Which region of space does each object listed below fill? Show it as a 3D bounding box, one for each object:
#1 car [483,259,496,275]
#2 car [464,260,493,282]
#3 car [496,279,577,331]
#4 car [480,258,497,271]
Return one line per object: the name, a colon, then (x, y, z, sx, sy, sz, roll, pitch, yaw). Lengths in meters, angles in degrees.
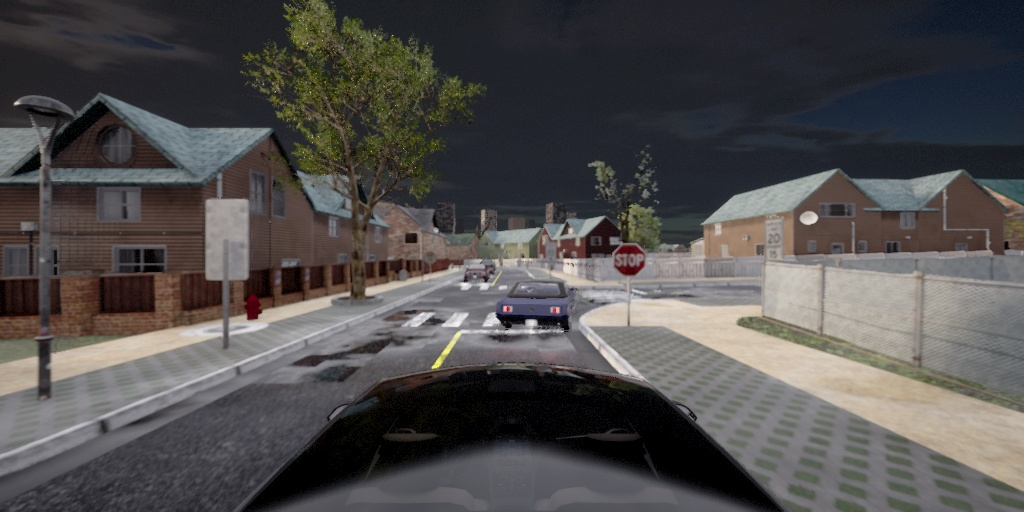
car: (-2.932, 1.386, 39.824, 1.994, 1.385, 4.181, 0, 0, -1)
car: (-2.864, 1.330, 29.832, 1.812, 1.442, 4.674, 0, 0, 0)
car: (0.973, 1.368, 11.137, 1.895, 1.301, 4.718, 0, 0, 13)
car: (-3.447, 1.218, 51.437, 2.097, 1.767, 4.553, 0, -1, -8)
